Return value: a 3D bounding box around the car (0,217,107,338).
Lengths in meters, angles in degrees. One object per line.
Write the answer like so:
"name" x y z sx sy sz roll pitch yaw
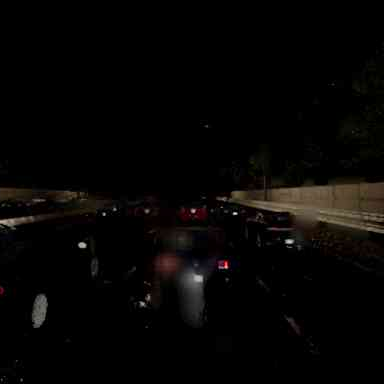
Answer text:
"car" -3.397 1.517 6.805 1.882 1.535 5.008 0 0 0

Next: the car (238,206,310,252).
"car" 3.502 1.573 14.353 2.128 1.511 4.902 0 0 0

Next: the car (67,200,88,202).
"car" -17.544 1.913 52.677 1.895 1.301 4.718 0 0 1

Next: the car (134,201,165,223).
"car" -3.397 1.509 27.192 2.097 1.767 4.553 0 0 0

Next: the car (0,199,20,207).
"car" -28.046 1.807 51.058 1.837 1.490 4.892 0 0 1

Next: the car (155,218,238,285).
"car" 0.102 1.656 9.626 1.895 1.301 4.718 0 0 0

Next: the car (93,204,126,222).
"car" -6.893 1.726 28.135 1.994 1.385 4.181 0 0 0

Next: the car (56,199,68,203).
"car" -21.038 1.889 54.710 1.994 1.385 4.181 0 0 1

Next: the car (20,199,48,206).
"car" -24.539 1.804 52.784 2.128 1.511 4.902 0 0 1

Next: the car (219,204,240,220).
"car" 3.503 1.730 28.989 1.994 1.385 4.181 0 0 0

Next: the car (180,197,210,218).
"car" 0.103 1.509 27.219 2.097 1.767 4.553 0 0 0
